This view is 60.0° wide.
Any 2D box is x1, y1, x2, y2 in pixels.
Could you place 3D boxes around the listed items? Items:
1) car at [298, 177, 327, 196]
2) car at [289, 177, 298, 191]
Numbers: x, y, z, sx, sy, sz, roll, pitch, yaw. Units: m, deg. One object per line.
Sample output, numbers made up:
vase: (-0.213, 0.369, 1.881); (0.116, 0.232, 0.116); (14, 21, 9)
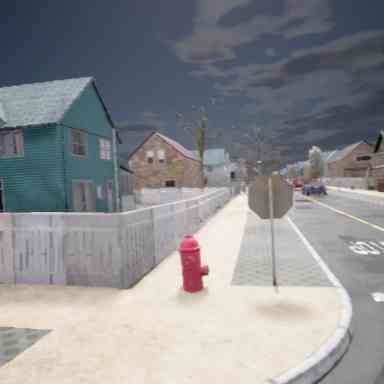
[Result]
car: (13.809, -0.569, 37.954); (2.097, 1.767, 4.553); (-3, 2, 10)
car: (16.603, -1.312, 52.320); (2.150, 2.045, 5.566); (-3, 2, 11)
